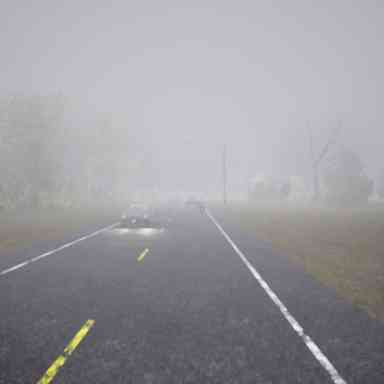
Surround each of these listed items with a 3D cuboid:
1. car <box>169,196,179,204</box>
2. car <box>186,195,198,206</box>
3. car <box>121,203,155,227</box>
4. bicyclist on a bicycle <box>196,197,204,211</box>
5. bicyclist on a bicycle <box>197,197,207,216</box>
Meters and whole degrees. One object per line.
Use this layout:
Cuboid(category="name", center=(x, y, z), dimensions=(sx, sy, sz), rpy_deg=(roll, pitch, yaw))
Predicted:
Cuboid(category="car", center=(-3.514, 1.479, 65.536), dimensions=(1.837, 1.490, 4.892), rpy_deg=(0, 0, 0))
Cuboid(category="car", center=(0.055, 1.578, 55.662), dimensions=(1.895, 1.301, 4.718), rpy_deg=(0, 0, 0))
Cuboid(category="car", center=(-3.600, 1.521, 22.868), dimensions=(1.812, 1.442, 4.674), rpy_deg=(0, 0, 0))
Cuboid(category="bicyclist on a bicycle", center=(0.940, 1.423, 40.243), dimensions=(0.866, 1.612, 1.509), rpy_deg=(0, 0, 0))
Cuboid(category="bicyclist on a bicycle", center=(0.979, 1.428, 30.821), dimensions=(0.866, 1.612, 1.509), rpy_deg=(0, 0, 0))
